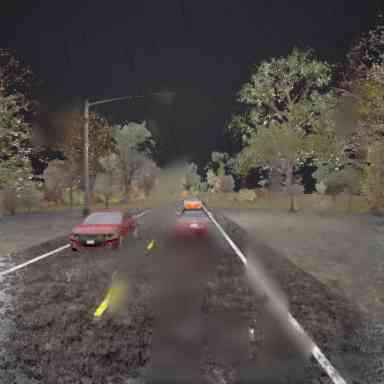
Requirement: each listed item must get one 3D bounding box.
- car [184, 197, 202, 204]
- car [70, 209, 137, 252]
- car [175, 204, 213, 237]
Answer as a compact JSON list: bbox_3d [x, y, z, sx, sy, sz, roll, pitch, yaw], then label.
[{"bbox_3d":[0.107,1.427,40.879,2.097,1.767,4.553,0,0,0],"label":"car"},{"bbox_3d":[-3.589,1.504,14.280,1.882,1.535,5.008,0,0,0],"label":"car"},{"bbox_3d":[0.104,1.598,18.263,1.994,1.385,4.181,0,0,0],"label":"car"}]
